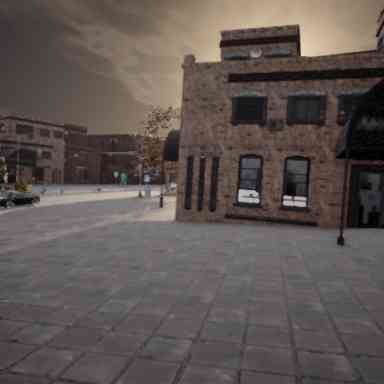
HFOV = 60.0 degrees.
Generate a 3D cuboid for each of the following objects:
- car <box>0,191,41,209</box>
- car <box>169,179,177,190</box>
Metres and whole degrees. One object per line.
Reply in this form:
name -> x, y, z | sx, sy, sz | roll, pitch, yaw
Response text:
car -> -14.311, 0.548, 26.584 | 1.895, 1.301, 4.718 | 4, 3, 11
car -> -1.978, -1.275, 61.697 | 2.150, 2.045, 5.566 | 5, 4, 31
